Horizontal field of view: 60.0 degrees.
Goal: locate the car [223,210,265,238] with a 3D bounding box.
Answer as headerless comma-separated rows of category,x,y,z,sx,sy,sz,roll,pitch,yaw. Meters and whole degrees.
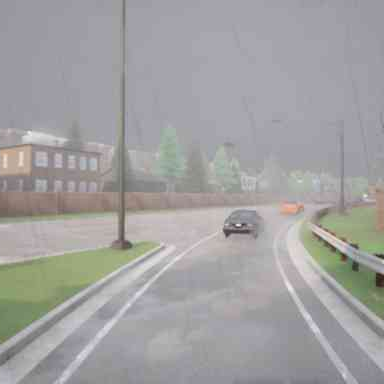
car,3.124,1.762,19.366,2.033,1.411,5.357,0,-1,17

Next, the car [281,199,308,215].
car,12.511,1.830,40.976,2.097,1.767,4.553,0,-1,29

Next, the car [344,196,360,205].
car,38.792,2.357,81.093,2.097,1.767,4.553,0,-1,34

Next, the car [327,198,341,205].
car,35.908,2.563,83.076,1.994,1.385,4.181,0,-1,34

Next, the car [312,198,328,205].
car,32.776,2.492,84.692,1.882,1.535,5.008,0,-1,34

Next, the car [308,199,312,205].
car,29.876,2.547,86.652,2.128,1.511,4.902,0,-1,34
